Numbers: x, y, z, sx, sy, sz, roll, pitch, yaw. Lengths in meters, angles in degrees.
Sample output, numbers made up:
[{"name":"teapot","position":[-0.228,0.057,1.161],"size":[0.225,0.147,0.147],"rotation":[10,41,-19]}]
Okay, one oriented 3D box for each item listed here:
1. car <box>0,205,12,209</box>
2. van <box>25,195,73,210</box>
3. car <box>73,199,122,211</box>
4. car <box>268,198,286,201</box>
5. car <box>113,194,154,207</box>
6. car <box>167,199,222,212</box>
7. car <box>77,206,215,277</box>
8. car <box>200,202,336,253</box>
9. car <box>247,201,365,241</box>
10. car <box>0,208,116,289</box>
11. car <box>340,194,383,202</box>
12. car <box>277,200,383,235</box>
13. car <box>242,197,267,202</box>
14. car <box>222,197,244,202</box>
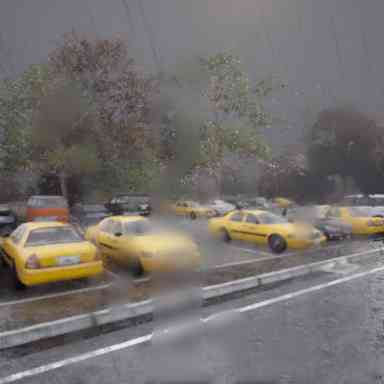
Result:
[{"name":"car","position":[-11.686,1.492,19.857],"size":[2.163,1.488,4.792],"rotation":[0,0,-35]},{"name":"van","position":[-9.475,1.221,21.527],"size":[1.878,1.987,4.442],"rotation":[0,0,-35]},{"name":"car","position":[-7.026,1.464,23.078],"size":[2.163,1.488,4.792],"rotation":[0,0,-35]},{"name":"car","position":[6.413,1.252,32.642],"size":[2.185,1.767,4.553],"rotation":[0,0,-35]},{"name":"car","position":[-4.798,1.174,24.722],"size":[2.435,2.045,5.566],"rotation":[0,0,-35]},{"name":"car","position":[-0.149,1.403,27.743],"size":[1.946,1.575,5.366],"rotation":[0,0,-35]},{"name":"car","position":[-1.788,1.449,10.573],"size":[1.946,1.575,5.366],"rotation":[0,0,-35]},{"name":"car","position":[2.846,1.426,13.845],"size":[1.946,1.575,5.366],"rotation":[0,0,-35]},{"name":"car","position":[5.003,1.421,15.603],"size":[2.231,1.521,4.892],"rotation":[0,0,-35]},{"name":"car","position":[-4.169,1.463,9.345],"size":[1.946,1.575,5.366],"rotation":[0,0,-35]},{"name":"car","position":[9.525,1.149,18.824],"size":[2.435,2.045,5.566],"rotation":[0,0,-35]},{"name":"car","position":[7.168,1.407,17.351],"size":[1.946,1.575,5.366],"rotation":[0,0,-35]},{"name":"car","position":[4.287,1.416,31.067],"size":[2.163,1.488,4.792],"rotation":[0,0,-35]},{"name":"car","position":[2.009,1.436,29.490],"size":[2.002,1.452,4.674],"rotation":[0,0,-35]}]
